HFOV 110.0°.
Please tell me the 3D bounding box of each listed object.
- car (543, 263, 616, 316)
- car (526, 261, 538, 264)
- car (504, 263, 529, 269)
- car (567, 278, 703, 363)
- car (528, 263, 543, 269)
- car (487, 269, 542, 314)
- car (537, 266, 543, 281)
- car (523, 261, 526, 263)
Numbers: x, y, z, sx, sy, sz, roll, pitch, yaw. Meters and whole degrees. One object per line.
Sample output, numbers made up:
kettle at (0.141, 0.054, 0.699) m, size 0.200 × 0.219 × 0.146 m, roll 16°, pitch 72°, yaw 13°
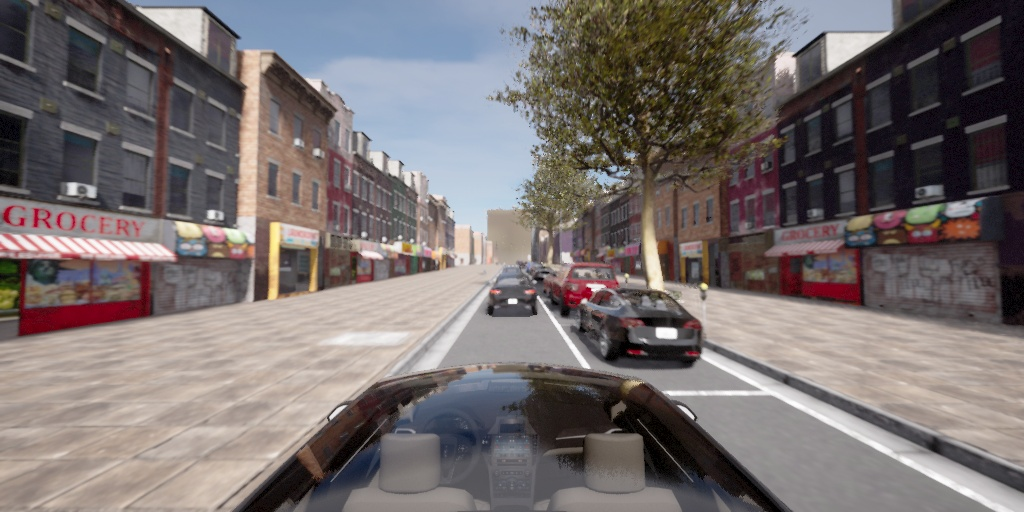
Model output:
car at (2.633, 1.183, 13.801) m, size 2.192 × 1.841 × 5.009 m, roll 0°, pitch 0°, yaw 0°
car at (2.998, 1.571, 43.682) m, size 1.812 × 1.442 × 4.674 m, roll 0°, pitch 0°, yaw 0°
car at (0.007, 1.512, 27.007) m, size 2.033 × 1.411 × 5.357 m, roll 0°, pitch 0°, yaw 0°
car at (2.636, 1.383, 8.241) m, size 1.948 × 1.339 × 4.313 m, roll 0°, pitch 0°, yaw 0°
car at (2.623, 1.548, 30.473) m, size 1.948 × 1.339 × 4.313 m, roll 0°, pitch 0°, yaw 0°
car at (0.039, 1.399, 14.354) m, size 1.812 × 1.442 × 4.674 m, roll 0°, pitch -1°, yaw 0°
car at (2.630, 1.458, 19.359) m, size 1.888 × 1.381 × 4.507 m, roll 0°, pitch 0°, yaw 0°
car at (2.984, 1.558, 50.686) m, size 1.882 × 1.535 × 5.008 m, roll 0°, pitch 0°, yaw 0°
